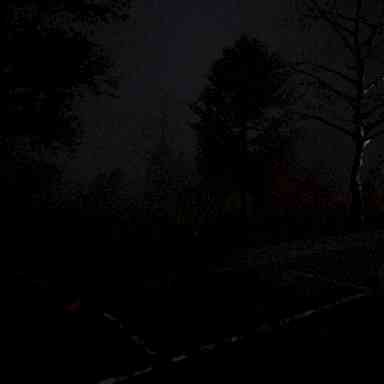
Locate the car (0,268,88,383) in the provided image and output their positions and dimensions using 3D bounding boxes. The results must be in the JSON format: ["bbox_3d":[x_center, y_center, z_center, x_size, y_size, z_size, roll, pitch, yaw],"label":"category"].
[{"bbox_3d":[-3.336,1.582,3.709,4.206,1.307,1.802,0,1,-35],"label":"car"}]
